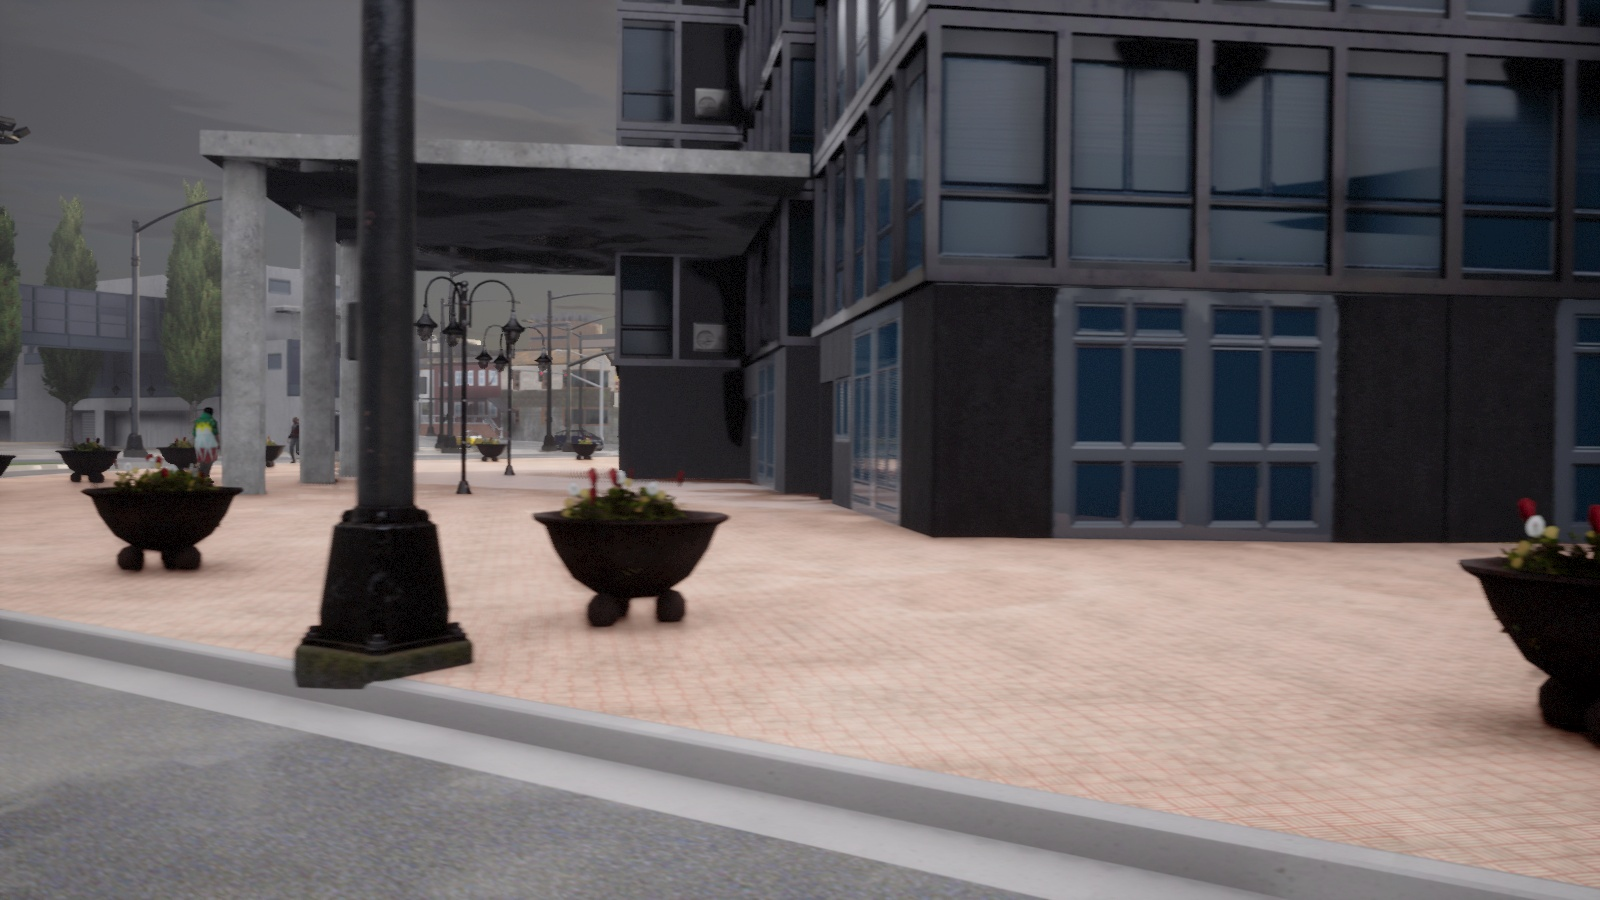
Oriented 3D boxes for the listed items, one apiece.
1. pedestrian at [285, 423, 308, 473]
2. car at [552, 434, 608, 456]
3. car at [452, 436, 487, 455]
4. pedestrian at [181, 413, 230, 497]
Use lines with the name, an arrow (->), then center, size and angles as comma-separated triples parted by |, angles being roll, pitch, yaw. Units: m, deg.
pedestrian -> -18.623, -0.076, 46.431 | 0.376, 1.854, 0.720 | 0, 1, 18
car -> -15.742, -0.380, 89.711 | 3.705, 1.549, 1.789 | 0, 1, 32
car -> -25.176, -0.351, 95.611 | 2.207, 1.376, 1.481 | 0, 1, 32
pedestrian -> -14.180, 0.114, 29.967 | 0.659, 1.952, 0.873 | 0, 1, 11
